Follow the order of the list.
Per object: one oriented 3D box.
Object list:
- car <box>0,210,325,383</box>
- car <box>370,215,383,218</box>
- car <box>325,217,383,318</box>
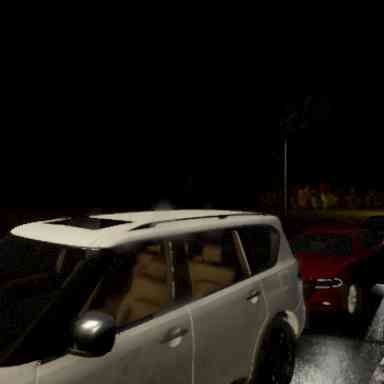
[{"bbox_3d":[-0.841,1.245,3.163,2.150,2.045,5.566,0,-1,41],"label":"car"},{"bbox_3d":[7.445,1.666,12.661,1.837,1.490,4.892,0,-1,41],"label":"car"},{"bbox_3d":[3.334,1.570,7.956,1.882,1.535,5.008,0,-1,41],"label":"car"}]
